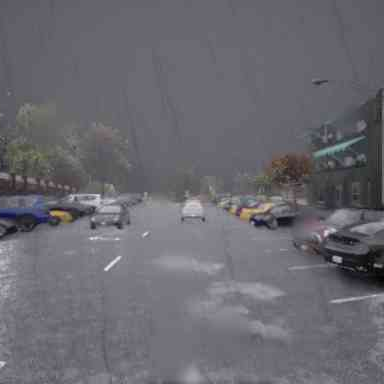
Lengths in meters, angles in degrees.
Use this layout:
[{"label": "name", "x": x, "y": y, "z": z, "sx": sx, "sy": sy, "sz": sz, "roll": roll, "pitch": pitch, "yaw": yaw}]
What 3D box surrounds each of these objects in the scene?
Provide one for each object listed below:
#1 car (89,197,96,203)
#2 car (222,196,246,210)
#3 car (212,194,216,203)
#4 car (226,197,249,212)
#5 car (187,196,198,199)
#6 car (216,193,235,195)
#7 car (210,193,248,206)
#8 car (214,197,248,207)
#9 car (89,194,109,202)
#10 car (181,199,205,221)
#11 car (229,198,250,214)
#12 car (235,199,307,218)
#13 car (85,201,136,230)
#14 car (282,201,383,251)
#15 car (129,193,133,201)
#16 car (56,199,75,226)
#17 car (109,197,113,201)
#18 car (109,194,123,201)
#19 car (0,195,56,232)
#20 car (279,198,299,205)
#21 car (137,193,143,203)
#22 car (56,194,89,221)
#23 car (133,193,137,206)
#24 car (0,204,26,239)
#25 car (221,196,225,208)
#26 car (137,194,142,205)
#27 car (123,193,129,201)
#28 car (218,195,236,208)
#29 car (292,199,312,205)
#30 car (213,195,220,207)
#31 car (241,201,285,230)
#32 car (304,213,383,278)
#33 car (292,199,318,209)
[{"label": "car", "x": -10.936, "y": 1.495, "z": 28.008, "sx": 4.892, "sy": 1.521, "sz": 2.231, "roll": -1, "pitch": 0, "yaw": -20}, {"label": "car", "x": 5.993, "y": 1.495, "z": 33.075, "sx": 5.008, "sy": 1.535, "sz": 2.097, "roll": 1, "pitch": 0, "yaw": -20}, {"label": "car", "x": 5.999, "y": 1.499, "z": 47.861, "sx": 4.892, "sy": 1.521, "sz": 2.231, "roll": 1, "pitch": 0, "yaw": -20}, {"label": "car", "x": 6.166, "y": 1.494, "z": 30.178, "sx": 5.366, "sy": 1.575, "sz": 1.946, "roll": 1, "pitch": 0, "yaw": -20}, {"label": "car", "x": 0.094, "y": 1.362, "z": 43.618, "sx": 2.097, "sy": 1.767, "sz": 4.553, "roll": 0, "pitch": 0, "yaw": 0}, {"label": "car", "x": 6.027, "y": 1.372, "z": 44.910, "sx": 4.553, "sy": 1.767, "sz": 2.185, "roll": 1, "pitch": 0, "yaw": -20}, {"label": "car", "x": 6.019, "y": 1.248, "z": 53.795, "sx": 5.566, "sy": 2.045, "sz": 2.435, "roll": 1, "pitch": 0, "yaw": -20}, {"label": "car", "x": 5.993, "y": 1.538, "z": 50.819, "sx": 4.674, "sy": 1.452, "sz": 2.002, "roll": 1, "pitch": 0, "yaw": -20}, {"label": "car", "x": -10.983, "y": 1.244, "z": 31.030, "sx": 5.566, "sy": 2.045, "sz": 2.435, "roll": -1, "pitch": 0, "yaw": -20}, {"label": "car", "x": 0.098, "y": 1.533, "z": 27.309, "sx": 1.812, "sy": 1.442, "sz": 4.674, "roll": 0, "pitch": 0, "yaw": 0}, {"label": "car", "x": 5.996, "y": 1.494, "z": 27.145, "sx": 5.008, "sy": 1.535, "sz": 2.097, "roll": 1, "pitch": 0, "yaw": -20}, {"label": "car", "x": 6.166, "y": 1.493, "z": 24.261, "sx": 5.366, "sy": 1.575, "sz": 1.946, "roll": 1, "pitch": 0, "yaw": -20}, {"label": "car", "x": -5.092, "y": 1.532, "z": 21.368, "sx": 1.812, "sy": 1.442, "sz": 4.674, "roll": 0, "pitch": 0, "yaw": 0}, {"label": "car", "x": 6.029, "y": 1.366, "z": 12.364, "sx": 4.553, "sy": 1.767, "sz": 2.185, "roll": 1, "pitch": 0, "yaw": -20}, {"label": "car", "x": -10.986, "y": 1.372, "z": 46.143, "sx": 4.553, "sy": 1.767, "sz": 2.185, "roll": -1, "pitch": 0, "yaw": -20}, {"label": "car", "x": -10.775, "y": 1.488, "z": 22.039, "sx": 5.366, "sy": 1.575, "sz": 1.946, "roll": -1, "pitch": 0, "yaw": -20}, {"label": "car", "x": -10.922, "y": 1.524, "z": 34.073, "sx": 4.792, "sy": 1.488, "sz": 2.163, "roll": -1, "pitch": 0, "yaw": -20}, {"label": "car", "x": -10.929, "y": 1.244, "z": 37.097, "sx": 5.566, "sy": 2.045, "sz": 2.435, "roll": -1, "pitch": 0, "yaw": -20}, {"label": "car", "x": -10.978, "y": 1.242, "z": 18.939, "sx": 5.566, "sy": 2.045, "sz": 2.435, "roll": -1, "pitch": 0, "yaw": -20}, {"label": "car", "x": 24.686, "y": 2.427, "z": 84.880, "sx": 2.231, "sy": 1.521, "sz": 4.892, "roll": 2, "pitch": -1, "yaw": -21}, {"label": "car", "x": -10.980, "y": 1.248, "z": 55.199, "sx": 5.566, "sy": 2.045, "sz": 2.435, "roll": -1, "pitch": 0, "yaw": -20}, {"label": "car", "x": -10.920, "y": 1.242, "z": 25.001, "sx": 5.566, "sy": 2.045, "sz": 2.435, "roll": -1, "pitch": 0, "yaw": -20}, {"label": "car", "x": -10.926, "y": 1.372, "z": 49.181, "sx": 4.553, "sy": 1.767, "sz": 2.185, "roll": -1, "pitch": 0, "yaw": -20}, {"label": "car", "x": -10.917, "y": 1.521, "z": 15.937, "sx": 4.792, "sy": 1.488, "sz": 2.163, "roll": -1, "pitch": 0, "yaw": -20}, {"label": "car", "x": 6.019, "y": 1.525, "z": 36.041, "sx": 4.792, "sy": 1.488, "sz": 2.163, "roll": 1, "pitch": 0, "yaw": -20}, {"label": "car", "x": -10.961, "y": 1.499, "z": 52.195, "sx": 4.892, "sy": 1.521, "sz": 2.231, "roll": -1, "pitch": 0, "yaw": -20}, {"label": "car", "x": -10.979, "y": 1.372, "z": 43.115, "sx": 4.553, "sy": 1.767, "sz": 2.185, "roll": -1, "pitch": 0, "yaw": -20}, {"label": "car", "x": 5.997, "y": 1.497, "z": 38.990, "sx": 4.892, "sy": 1.521, "sz": 2.231, "roll": 1, "pitch": 0, "yaw": -20}, {"label": "car", "x": 28.079, "y": 2.531, "z": 84.912, "sx": 2.231, "sy": 1.521, "sz": 4.892, "roll": 2, "pitch": -1, "yaw": -21}, {"label": "car", "x": 5.824, "y": 1.491, "z": 41.873, "sx": 5.366, "sy": 1.575, "sz": 1.946, "roll": 1, "pitch": 0, "yaw": -20}, {"label": "car", "x": 5.973, "y": 1.522, "z": 21.215, "sx": 4.792, "sy": 1.488, "sz": 2.163, "roll": 1, "pitch": 0, "yaw": -20}, {"label": "car", "x": 5.999, "y": 1.492, "z": 9.389, "sx": 4.892, "sy": 1.521, "sz": 2.231, "roll": 1, "pitch": 0, "yaw": -20}, {"label": "car", "x": 22.454, "y": 2.309, "z": 66.542, "sx": 1.946, "sy": 1.575, "sz": 5.366, "roll": 2, "pitch": 1, "yaw": -21}]
